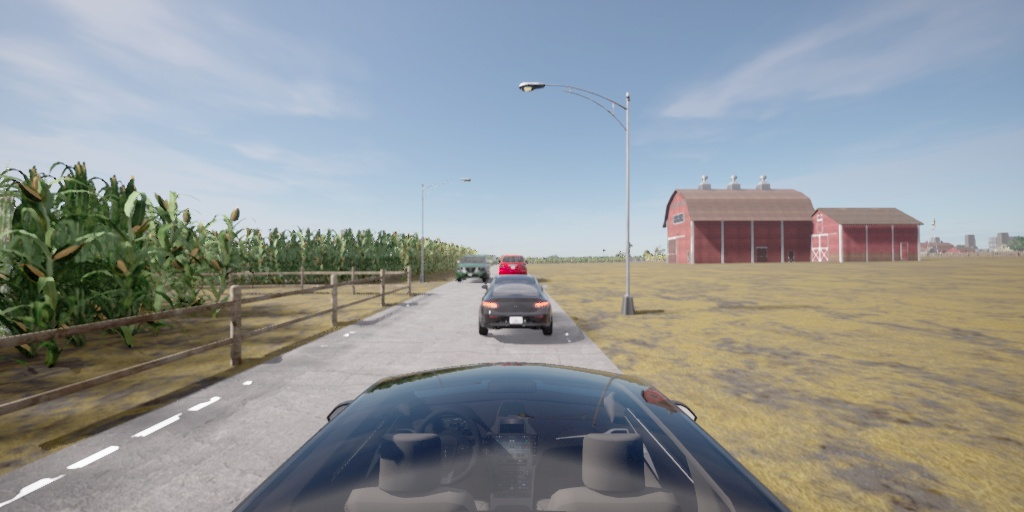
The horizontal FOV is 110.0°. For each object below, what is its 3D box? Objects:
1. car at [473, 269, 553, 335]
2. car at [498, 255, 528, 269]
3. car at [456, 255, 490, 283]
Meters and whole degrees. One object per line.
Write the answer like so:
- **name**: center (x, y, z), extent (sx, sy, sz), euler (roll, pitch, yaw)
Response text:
- **car**: center (0.081, 1.257, 10.267), extent (1.812, 1.442, 4.674), euler (0, 0, 0)
- **car**: center (0.076, 0.920, 28.751), extent (2.150, 2.045, 5.566), euler (0, 0, 0)
- **car**: center (-2.872, 0.922, 27.444), extent (2.150, 2.045, 5.566), euler (0, 0, 0)
